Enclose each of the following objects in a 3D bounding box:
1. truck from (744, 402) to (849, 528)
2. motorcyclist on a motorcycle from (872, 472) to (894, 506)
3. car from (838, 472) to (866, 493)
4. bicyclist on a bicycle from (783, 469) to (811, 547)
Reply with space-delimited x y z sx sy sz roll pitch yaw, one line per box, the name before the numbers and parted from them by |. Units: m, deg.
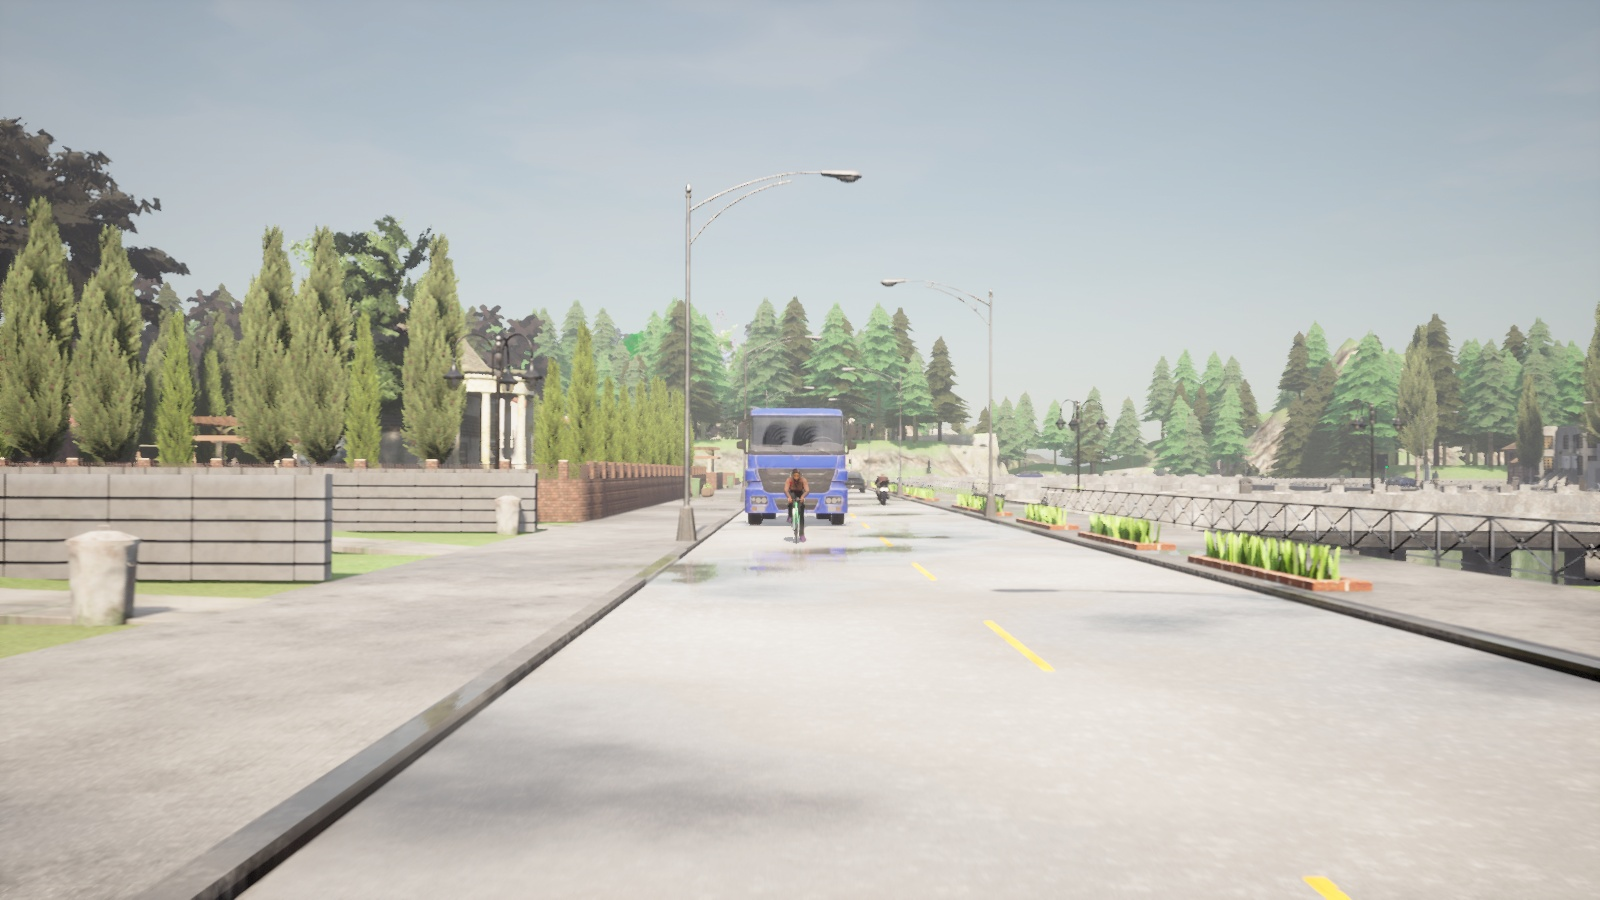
truck | -0.103 0.478 38.611 2.891 3.462 7.936 0 -1 0
motorcyclist on a motorcycle | 3.851 1.813 58.586 0.866 1.530 2.191 0 -1 0
car | 3.767 2.345 92.141 1.837 1.490 4.892 0 -1 0
bicyclist on a bicycle | -0.070 1.221 27.142 0.582 1.620 1.656 0 -1 0
